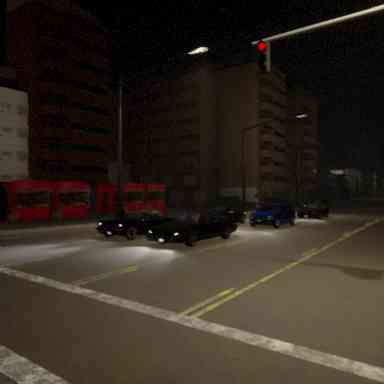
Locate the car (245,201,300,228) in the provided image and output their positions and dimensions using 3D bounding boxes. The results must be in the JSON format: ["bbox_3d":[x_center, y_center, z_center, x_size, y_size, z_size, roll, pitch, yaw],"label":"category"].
[{"bbox_3d":[5.815,1.627,23.722,1.882,1.535,5.008,0,-1,35],"label":"car"}]

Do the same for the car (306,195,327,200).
[{"bbox_3d":[17.138,1.389,45.726,2.150,2.045,5.566,0,-1,35],"label":"car"}]

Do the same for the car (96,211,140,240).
[{"bbox_3d":[-2.706,1.661,17.701,1.895,1.301,4.718,0,0,35],"label":"car"}]

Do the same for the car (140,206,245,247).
[{"bbox_3d":[0.247,1.608,15.820,2.033,1.411,5.357,0,0,35],"label":"car"}]

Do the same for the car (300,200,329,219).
[{"bbox_3d":[11.835,1.821,32.270,2.033,1.411,5.357,0,-1,35],"label":"car"}]

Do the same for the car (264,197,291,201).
[{"bbox_3d":[8.355,1.484,33.406,2.150,2.045,5.566,0,-1,35],"label":"car"}]
